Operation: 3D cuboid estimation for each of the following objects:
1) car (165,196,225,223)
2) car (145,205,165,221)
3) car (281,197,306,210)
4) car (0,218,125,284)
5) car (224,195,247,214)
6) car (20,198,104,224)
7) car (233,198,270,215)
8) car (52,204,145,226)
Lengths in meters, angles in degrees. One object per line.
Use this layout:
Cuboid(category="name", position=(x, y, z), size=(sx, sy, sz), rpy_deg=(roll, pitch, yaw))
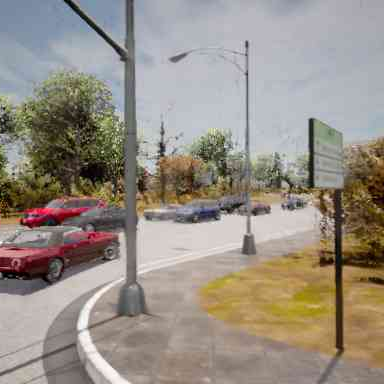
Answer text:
Cuboid(category="car", position=(0.363, 1.498, 27.055), size=(2.097, 1.767, 4.553), rpy_deg=(-1, 0, 39))
Cuboid(category="car", position=(-2.137, 1.781, 29.528), size=(1.895, 1.301, 4.718), rpy_deg=(-1, 0, 39))
Cuboid(category="car", position=(13.123, 1.442, 42.932), size=(2.128, 1.511, 4.902), rpy_deg=(-1, 1, 39))
Cuboid(category="car", position=(-3.978, 1.689, 9.982), size=(1.895, 1.301, 4.718), rpy_deg=(-1, 0, 16))
Cuboid(category="car", position=(4.476, 1.332, 37.772), size=(2.150, 2.045, 5.566), rpy_deg=(-1, 0, 39))
Cuboid(category="car", position=(-8.229, 1.412, 21.952), size=(2.150, 2.045, 5.566), rpy_deg=(-1, 0, 39))
Cuboid(category="car", position=(6.607, 1.612, 34.822), size=(1.812, 1.442, 4.674), rpy_deg=(-1, 0, 38))
Cuboid(category="car", position=(-5.391, 1.661, 19.870), size=(1.837, 1.490, 4.892), rpy_deg=(-1, 0, 38))
